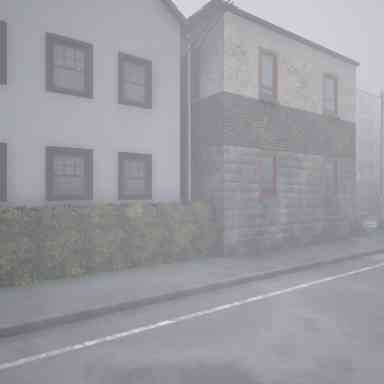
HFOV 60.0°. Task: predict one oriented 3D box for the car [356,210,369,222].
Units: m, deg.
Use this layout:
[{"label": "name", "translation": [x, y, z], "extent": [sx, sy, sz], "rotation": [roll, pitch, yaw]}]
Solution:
[{"label": "car", "translation": [11.379, 1.654, 26.523], "extent": [1.882, 1.535, 5.008], "rotation": [0, 0, -35]}]
